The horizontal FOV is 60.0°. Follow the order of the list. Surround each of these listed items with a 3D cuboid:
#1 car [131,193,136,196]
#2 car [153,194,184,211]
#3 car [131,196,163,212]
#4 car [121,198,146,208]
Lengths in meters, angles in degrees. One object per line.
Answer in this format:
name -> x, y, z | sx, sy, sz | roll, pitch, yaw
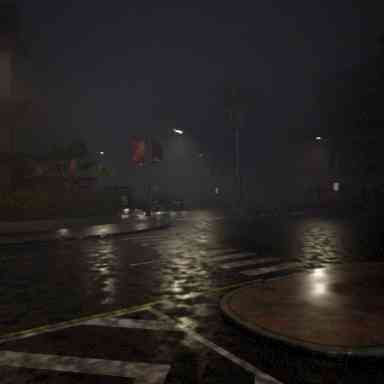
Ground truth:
car -> -13.408, 1.220, 68.461 | 2.150, 2.045, 5.566 | 0, 0, -39
car -> -3.198, 1.221, 41.839 | 2.150, 2.045, 5.566 | 0, 0, -35
car -> -5.643, 1.526, 39.199 | 1.812, 1.442, 4.674 | 0, 0, -35
car -> -8.789, 1.601, 49.848 | 1.895, 1.301, 4.718 | 0, 0, -34
